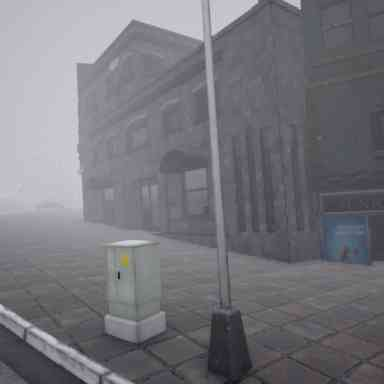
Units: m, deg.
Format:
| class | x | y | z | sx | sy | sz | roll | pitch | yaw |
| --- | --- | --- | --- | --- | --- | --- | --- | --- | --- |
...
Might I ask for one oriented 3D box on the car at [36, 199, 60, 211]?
| class | x | y | z | sx | sy | sz | roll | pitch | yaw |
| --- | --- | --- | --- | --- | --- | --- | --- | --- | --- |
| car | -26.426 | 2.286 | 61.118 | 2.150 | 2.045 | 5.566 | -4 | -1 | 4 |
